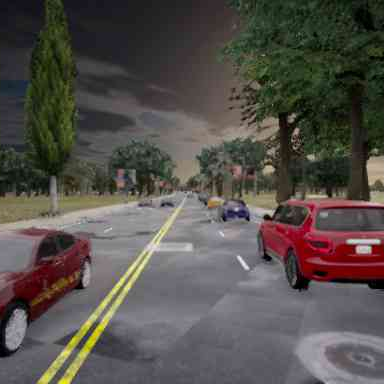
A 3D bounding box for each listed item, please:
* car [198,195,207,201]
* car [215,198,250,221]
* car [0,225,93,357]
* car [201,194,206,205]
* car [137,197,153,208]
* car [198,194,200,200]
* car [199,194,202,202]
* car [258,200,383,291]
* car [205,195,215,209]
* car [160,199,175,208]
[{"bbox_3d":[2.800,1.517,88.607,2.163,1.488,4.792,0,0,-1],"label":"car"},{"bbox_3d":[3.297,1.343,26.801,2.097,1.767,4.553,0,0,0],"label":"car"},{"bbox_3d":[-3.357,1.473,6.226,1.882,1.535,5.008,0,0,0],"label":"car"},{"bbox_3d":[3.061,1.432,55.561,2.033,1.649,4.856,0,0,0],"label":"car"},{"bbox_3d":[-6.726,1.502,48.476,1.837,1.490,4.892,0,0,0],"label":"car"},{"bbox_3d":[2.900,1.361,77.542,2.097,1.767,4.553,0,0,0],"label":"car"},{"bbox_3d":[2.986,1.509,66.567,1.837,1.490,4.892,0,0,0],"label":"car"},{"bbox_3d":[3.341,1.214,9.158,2.150,2.045,5.566,0,0,0],"label":"car"},{"bbox_3d":[3.123,1.474,44.556,1.882,1.535,5.008,0,0,0],"label":"car"},{"bbox_3d":[-3.471,1.598,46.809,1.895,1.301,4.718,0,0,0],"label":"car"}]
